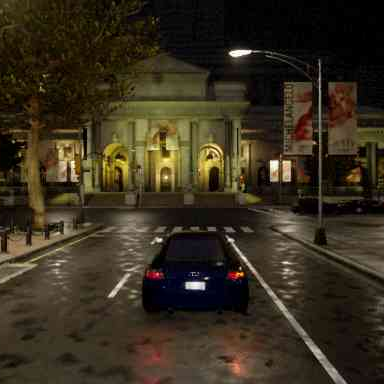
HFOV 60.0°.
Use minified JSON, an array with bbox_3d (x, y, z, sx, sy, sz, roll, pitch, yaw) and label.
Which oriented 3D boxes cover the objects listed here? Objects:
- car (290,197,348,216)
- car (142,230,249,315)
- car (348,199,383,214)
[{"bbox_3d":[11.806,1.352,31.528,4.553,1.767,2.097,0,0,0],"label":"car"},{"bbox_3d":[0.073,1.564,7.676,1.994,1.385,4.181,0,0,0],"label":"car"},{"bbox_3d":[18.543,1.505,34.993,4.892,1.490,1.837,0,0,0],"label":"car"}]
